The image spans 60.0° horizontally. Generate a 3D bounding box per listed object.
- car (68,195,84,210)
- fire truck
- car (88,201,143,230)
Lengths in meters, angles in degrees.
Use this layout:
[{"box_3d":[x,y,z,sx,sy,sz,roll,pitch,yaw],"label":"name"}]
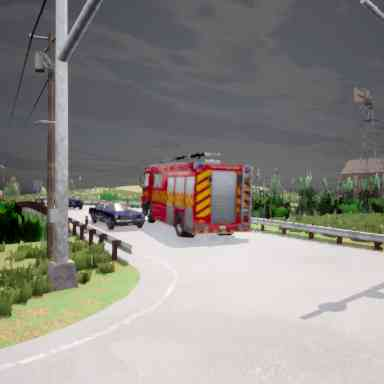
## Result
[{"box_3d":[-11.133,0.918,29.898,1.895,1.301,4.718,0,0,-31],"label":"car"},{"box_3d":[-0.251,0.091,17.940,2.891,3.827,8.468,1,2,-24],"label":"fire truck"},{"box_3d":[-4.335,1.245,18.908,1.895,1.301,4.718,0,3,-33],"label":"car"}]
